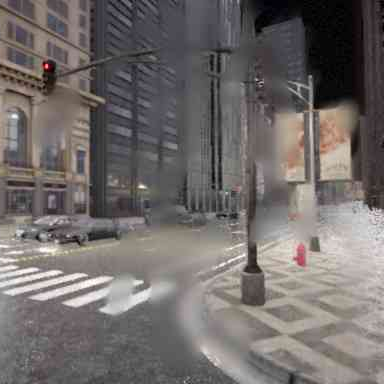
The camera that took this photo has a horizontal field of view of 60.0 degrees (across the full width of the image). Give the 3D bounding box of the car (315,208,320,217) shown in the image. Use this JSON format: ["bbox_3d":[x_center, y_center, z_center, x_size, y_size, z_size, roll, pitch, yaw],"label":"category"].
[{"bbox_3d":[18.607,3.128,51.655,2.128,1.511,4.902,-2,-2,28],"label":"car"}]

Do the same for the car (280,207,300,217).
[{"bbox_3d":[15.725,3.207,53.158,2.128,1.511,4.902,-2,-2,28],"label":"car"}]

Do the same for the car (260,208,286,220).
[{"bbox_3d":[11.040,2.894,44.076,1.882,1.535,5.008,-2,-2,28],"label":"car"}]

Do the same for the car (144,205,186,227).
[{"bbox_3d":[-2.398,2.339,32.728,2.150,2.045,5.566,-2,-2,27],"label":"car"}]

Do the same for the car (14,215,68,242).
[{"bbox_3d":[-8.600,2.233,20.839,2.128,1.511,4.902,-2,-2,28],"label":"car"}]

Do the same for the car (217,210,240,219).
[{"bbox_3d":[5.137,3.175,47.014,1.895,1.301,4.718,-2,-2,28],"label":"car"}]

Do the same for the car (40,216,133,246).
[{"bbox_3d":[-5.704,2.211,19.359,2.033,1.411,5.357,-2,-2,28],"label":"car"}]

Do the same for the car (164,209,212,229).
[{"bbox_3d":[-0.008,2.555,30.265,2.033,1.411,5.357,-2,-2,27],"label":"car"}]

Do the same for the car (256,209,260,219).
[{"bbox_3d":[9.497,3.132,48.276,2.033,1.411,5.357,-2,-2,28],"label":"car"}]

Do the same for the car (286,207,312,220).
[{"bbox_3d":[14.050,2.697,42.820,2.097,1.767,4.553,-2,-2,28],"label":"car"}]
